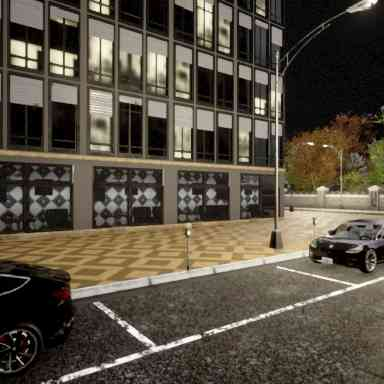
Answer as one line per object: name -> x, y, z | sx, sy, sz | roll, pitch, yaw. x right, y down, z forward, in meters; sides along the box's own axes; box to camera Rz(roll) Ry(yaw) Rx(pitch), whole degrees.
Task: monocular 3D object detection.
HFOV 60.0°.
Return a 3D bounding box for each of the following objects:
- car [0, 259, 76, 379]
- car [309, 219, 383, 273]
car -> -3.641, 1.566, 3.960 | 4.313, 1.339, 1.947 | 0, 0, -36
car -> 5.589, 1.562, 10.645 | 4.313, 1.339, 1.947 | 0, 0, -36
